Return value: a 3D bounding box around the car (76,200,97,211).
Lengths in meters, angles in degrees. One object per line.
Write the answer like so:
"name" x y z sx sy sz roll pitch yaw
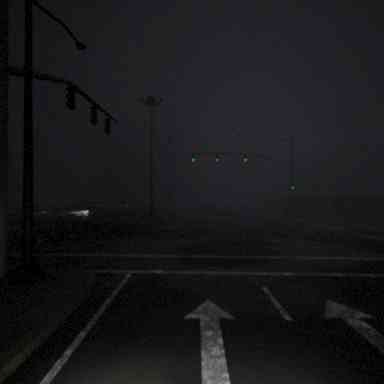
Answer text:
"car" -15.050 1.888 47.711 2.128 1.511 4.902 0 0 0

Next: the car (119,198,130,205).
"car" -14.984 2.051 73.877 1.812 1.442 4.674 0 0 0
